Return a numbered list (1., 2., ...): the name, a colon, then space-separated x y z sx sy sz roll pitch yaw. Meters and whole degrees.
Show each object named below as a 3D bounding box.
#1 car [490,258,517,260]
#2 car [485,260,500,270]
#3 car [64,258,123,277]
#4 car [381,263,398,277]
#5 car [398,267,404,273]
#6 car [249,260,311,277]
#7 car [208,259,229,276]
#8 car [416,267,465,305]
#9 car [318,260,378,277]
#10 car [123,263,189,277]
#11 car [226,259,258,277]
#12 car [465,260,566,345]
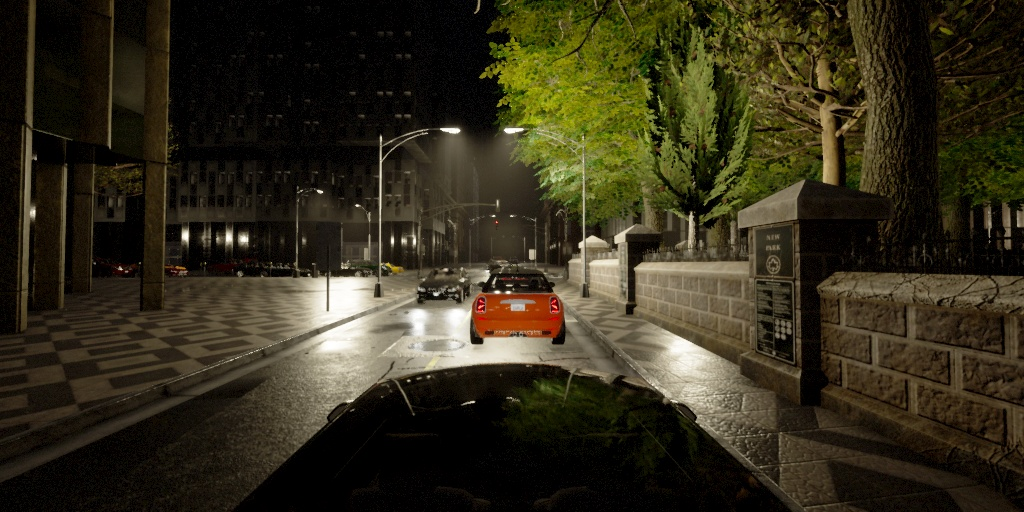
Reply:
1. car: -1.029 1.296 39.158 2.128 1.511 4.902 0 0 -23
2. car: -2.864 1.348 53.516 1.837 1.490 4.892 0 -1 0
3. car: -36.560 1.060 31.685 5.009 1.841 2.192 0 0 1
4. car: -13.740 1.125 34.138 4.553 1.767 2.097 0 -1 0
5. car: -14.602 1.425 39.990 4.829 1.417 1.751 0 0 1
6. car: -20.021 1.289 31.520 4.313 1.339 1.948 0 0 1
7. car: -30.969 1.236 40.153 5.009 1.841 2.192 0 0 1
8. car: -2.939 1.268 16.341 1.837 1.490 4.892 0 -1 0
9. car: -14.509 1.267 31.465 4.403 1.370 2.007 0 0 1
10. car: -31.047 1.320 31.630 4.207 1.307 1.802 0 0 1
11. car: -23.884 1.291 34.237 4.892 1.490 1.837 0 -1 0
12. car: 0.129 1.107 9.689 2.097 1.767 4.553 0 0 0
